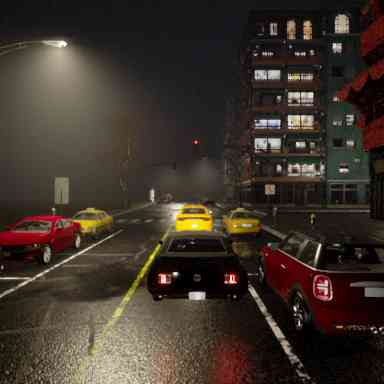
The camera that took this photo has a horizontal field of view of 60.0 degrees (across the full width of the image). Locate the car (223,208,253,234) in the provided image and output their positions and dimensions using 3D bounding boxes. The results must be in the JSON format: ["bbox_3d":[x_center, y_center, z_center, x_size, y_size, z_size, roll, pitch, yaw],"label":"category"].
[{"bbox_3d":[2.573,1.530,17.897,1.752,1.417,4.829,1,0,0],"label":"car"}]

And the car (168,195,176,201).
[{"bbox_3d":[-5.314,1.609,89.357,1.802,1.307,4.206,1,0,0],"label":"car"}]

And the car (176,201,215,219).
[{"bbox_3d":[0.101,1.482,18.397,1.882,1.535,5.008,0,0,0],"label":"car"}]

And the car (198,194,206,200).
[{"bbox_3d":[2.568,1.599,61.564,1.802,1.307,4.206,1,0,0],"label":"car"}]

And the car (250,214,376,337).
[{"bbox_3d":[2.575,1.442,6.638,1.967,1.590,4.097,1,0,0],"label":"car"}]

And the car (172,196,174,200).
[{"bbox_3d":[-5.309,1.334,66.741,2.192,1.841,5.009,1,0,0],"label":"car"}]

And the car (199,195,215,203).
[{"bbox_3d":[2.570,1.565,50.242,2.008,1.369,4.403,1,0,0],"label":"car"}]

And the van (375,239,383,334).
[{"bbox_3d":[2.576,1.341,1.093,1.690,1.788,3.998,1,0,0],"label":"van"}]

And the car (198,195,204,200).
[{"bbox_3d":[2.566,1.555,95.700,1.752,1.417,4.829,1,0,0],"label":"car"}]

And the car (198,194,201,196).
[{"bbox_3d":[2.568,1.587,72.886,1.947,1.339,4.313,1,0,0],"label":"car"}]

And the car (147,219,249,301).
[{"bbox_3d":[0.100,1.603,8.280,1.895,1.301,4.718,0,0,0],"label":"car"}]

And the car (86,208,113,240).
[{"bbox_3d":[-5.308,1.529,17.130,1.752,1.417,4.829,1,0,0],"label":"car"}]

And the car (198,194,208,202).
[{"bbox_3d":[2.570,1.338,78.547,2.192,1.841,5.009,1,0,0],"label":"car"}]

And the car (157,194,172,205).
[{"bbox_3d":[-5.310,1.457,61.086,1.967,1.590,4.097,1,0,0],"label":"car"}]

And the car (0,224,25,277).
[{"bbox_3d":[-5.307,1.552,6.227,2.008,1.369,4.403,1,0,0],"label":"car"}]

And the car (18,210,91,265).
[{"bbox_3d":[-5.307,1.547,11.764,1.887,1.381,4.507,1,0,0],"label":"car"}]

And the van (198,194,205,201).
[{"bbox_3d":[2.569,1.368,89.869,1.690,1.788,3.998,1,0,0],"label":"van"}]
